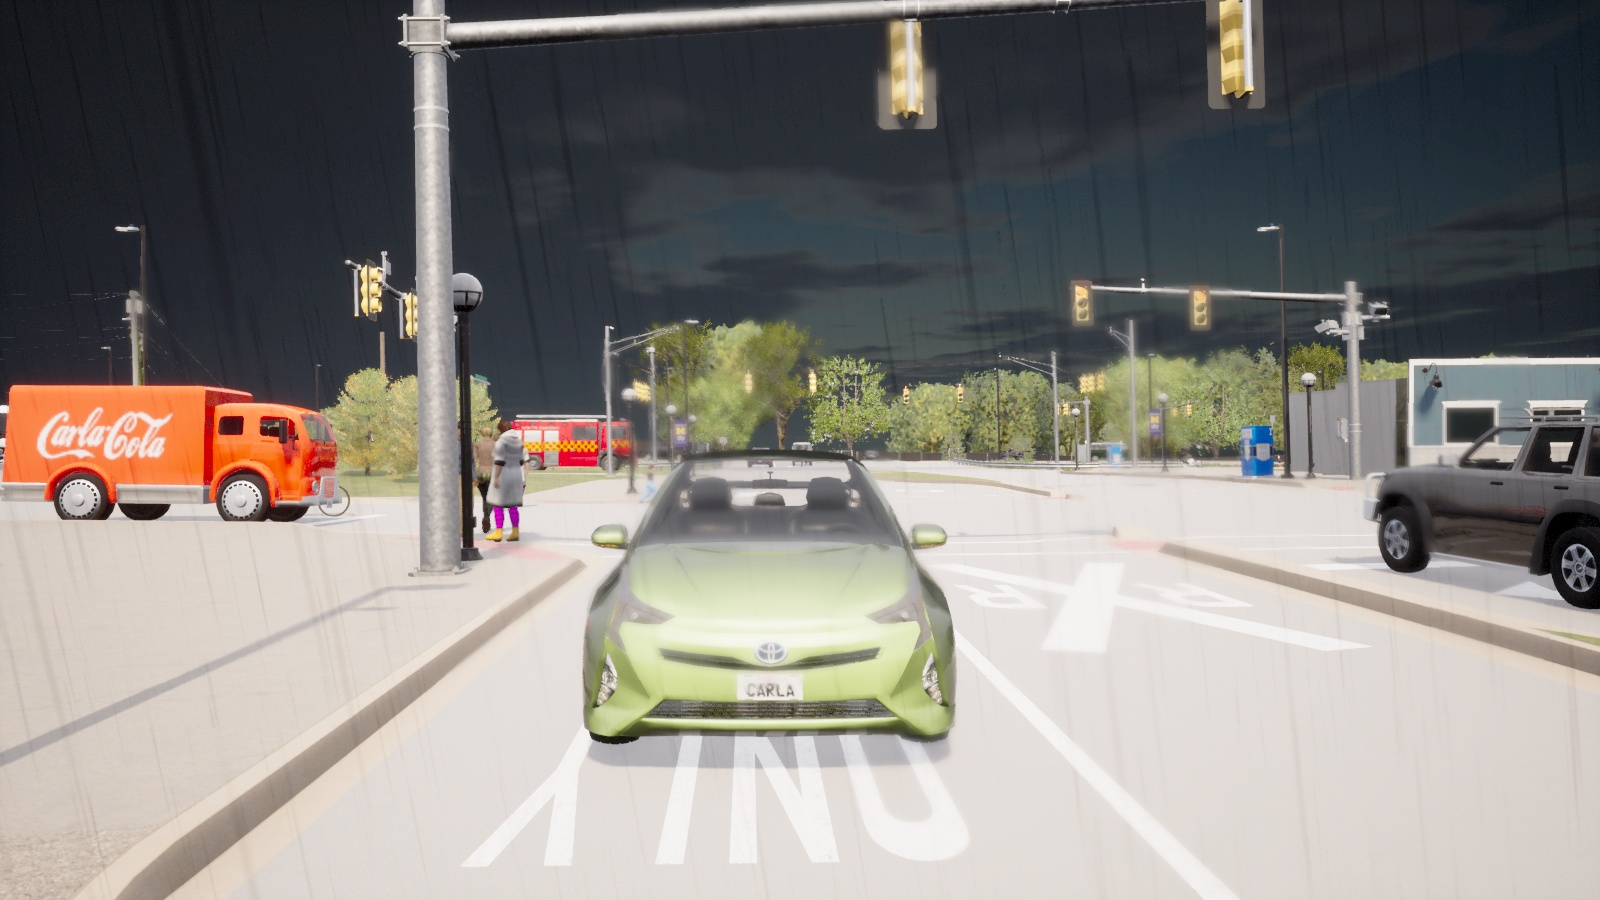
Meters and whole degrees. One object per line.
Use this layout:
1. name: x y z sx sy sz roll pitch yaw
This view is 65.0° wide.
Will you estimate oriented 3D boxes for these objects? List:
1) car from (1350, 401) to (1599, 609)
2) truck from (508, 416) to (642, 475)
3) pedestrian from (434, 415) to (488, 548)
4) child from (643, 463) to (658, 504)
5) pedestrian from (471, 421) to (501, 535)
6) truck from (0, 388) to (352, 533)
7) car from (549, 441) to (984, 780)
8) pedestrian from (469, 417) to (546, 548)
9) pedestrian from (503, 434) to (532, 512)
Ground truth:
1. car: 7.885 0.437 13.016 1.932 1.855 4.605 -1 1 -7
2. truck: -14.858 -0.289 83.401 8.468 3.827 2.891 0 -1 -3
3. pedestrian: -5.111 0.472 18.922 0.423 1.949 0.788 -1 -1 -43
4. child: -4.628 1.031 38.867 0.437 1.263 0.270 -2 -1 -6
5. pedestrian: -5.188 0.466 20.755 0.331 1.846 0.634 -2 -1 -6
6. truck: -11.178 0.198 22.731 5.204 2.467 2.627 0 -1 -2
7. car: -0.205 0.725 8.079 2.007 1.525 4.514 0 1 -1
8. pedestrian: -4.460 0.496 19.168 0.873 1.952 0.659 -2 -1 28
9. pedestrian: -7.311 0.596 32.473 0.659 1.952 0.873 -2 -1 -12
